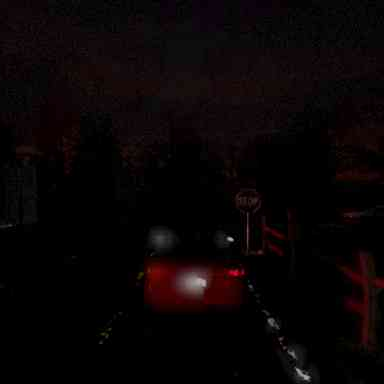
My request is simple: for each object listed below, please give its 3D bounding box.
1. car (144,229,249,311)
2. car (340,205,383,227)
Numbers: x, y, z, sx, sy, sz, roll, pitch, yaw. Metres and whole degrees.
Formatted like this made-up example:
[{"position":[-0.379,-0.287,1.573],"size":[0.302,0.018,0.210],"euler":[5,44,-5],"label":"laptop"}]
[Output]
[{"position":[0.077,1.561,7.823],"size":[1.994,1.385,4.181],"euler":[0,0,0],"label":"car"},{"position":[13.086,1.682,23.843],"size":[4.674,1.442,1.812],"euler":[0,0,0],"label":"car"}]
